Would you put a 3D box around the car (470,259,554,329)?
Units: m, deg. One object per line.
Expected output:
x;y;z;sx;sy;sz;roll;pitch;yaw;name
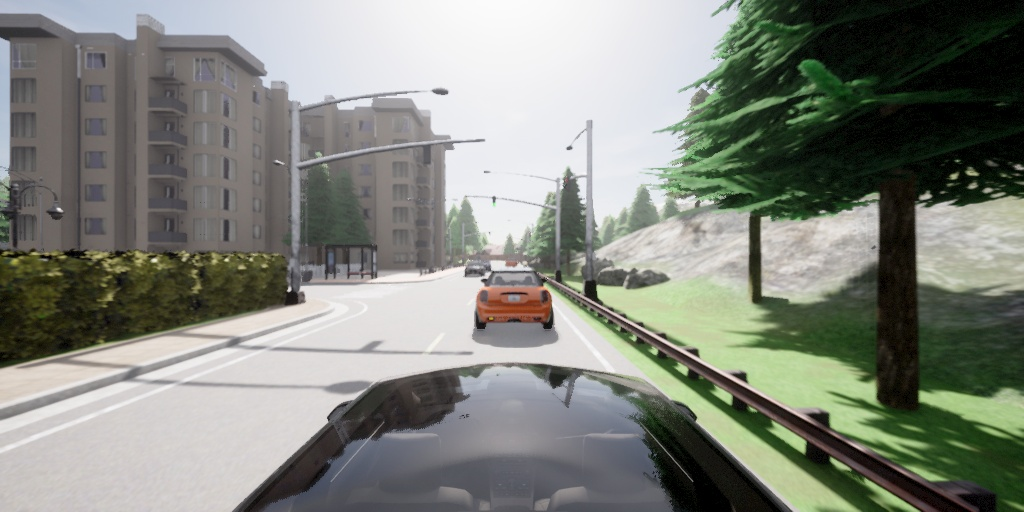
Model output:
0.057;1.109;11.365;2.097;1.767;4.553;0;0;0;car

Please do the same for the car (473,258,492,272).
-3.775;1.133;46.475;2.097;1.767;4.553;0;0;-1;car

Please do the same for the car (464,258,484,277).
-3.728;1.279;36.562;1.837;1.490;4.892;0;0;0;car
